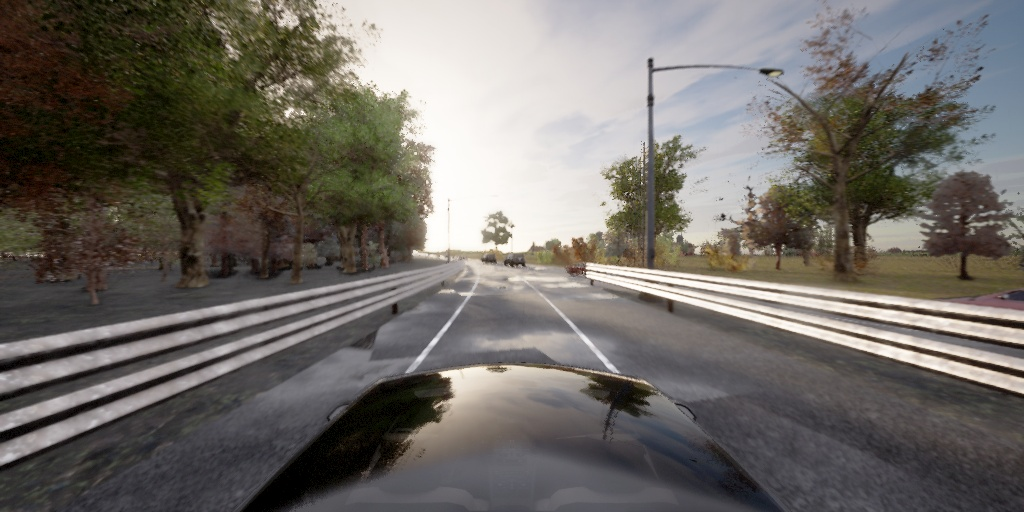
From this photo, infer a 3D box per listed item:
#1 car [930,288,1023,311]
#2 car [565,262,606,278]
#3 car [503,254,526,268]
[{"bbox_3d":[13.391,1.409,8.954,1.994,1.385,4.181,0,0,-16],"label":"car"},{"bbox_3d":[6.538,1.212,32.336,1.895,1.301,4.718,0,0,-16],"label":"car"},{"bbox_3d":[0.351,0.662,53.393,2.150,2.045,5.566,0,0,-16],"label":"car"}]
